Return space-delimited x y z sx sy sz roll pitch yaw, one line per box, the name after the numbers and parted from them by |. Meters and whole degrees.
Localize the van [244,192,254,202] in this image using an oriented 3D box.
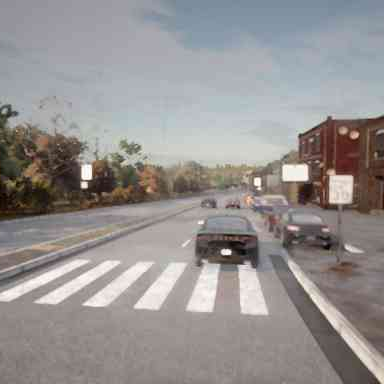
12.796 1.096 74.936 1.878 1.987 4.442 1 0 8 | van

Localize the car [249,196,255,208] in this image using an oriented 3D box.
7.607 1.463 36.364 2.002 1.452 4.674 1 0 8 | car

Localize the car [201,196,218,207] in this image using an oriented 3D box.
2.392 1.365 45.656 1.837 1.490 4.892 1 0 8 | car

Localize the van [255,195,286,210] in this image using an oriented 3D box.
6.153 1.225 25.529 1.878 1.987 4.442 1 0 8 | van

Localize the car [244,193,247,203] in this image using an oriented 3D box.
9.833 1.381 52.912 2.231 1.521 4.892 1 0 8 | car

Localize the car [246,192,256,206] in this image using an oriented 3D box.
8.357 1.283 41.934 2.185 1.767 4.553 1 0 8 | car

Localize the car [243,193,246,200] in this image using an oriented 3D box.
10.569 1.365 58.388 2.097 1.535 5.008 1 0 8 | car

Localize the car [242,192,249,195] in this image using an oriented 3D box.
11.295 1.100 63.772 2.435 2.045 5.566 1 0 8 | car

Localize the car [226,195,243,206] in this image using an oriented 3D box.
5.537 1.440 44.713 2.033 1.411 5.357 1 0 8 | car

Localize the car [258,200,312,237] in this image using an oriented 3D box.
5.404 1.495 19.968 2.163 1.488 4.792 1 0 8 | car

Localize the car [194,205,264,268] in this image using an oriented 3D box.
1.195 1.457 11.422 1.882 1.535 5.008 1 0 6 | car
